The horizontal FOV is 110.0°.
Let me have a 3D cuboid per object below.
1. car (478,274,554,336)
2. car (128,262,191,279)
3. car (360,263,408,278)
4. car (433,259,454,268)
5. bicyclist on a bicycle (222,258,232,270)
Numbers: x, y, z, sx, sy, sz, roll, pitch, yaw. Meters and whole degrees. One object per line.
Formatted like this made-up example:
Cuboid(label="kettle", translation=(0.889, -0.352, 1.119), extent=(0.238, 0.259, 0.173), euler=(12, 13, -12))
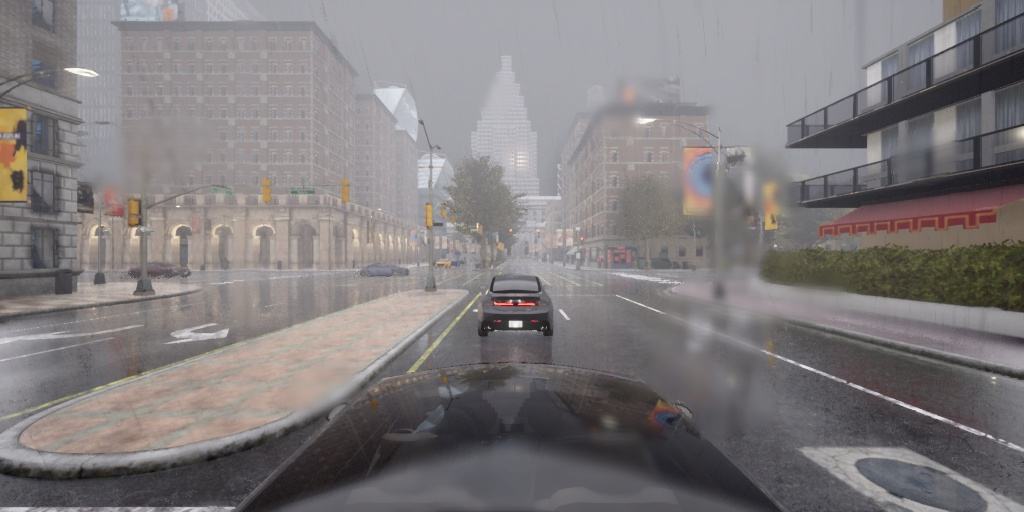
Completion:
Cuboid(label="car", translation=(0.101, 1.255, 10.331), extent=(1.837, 1.490, 4.892), euler=(0, 0, 0))
Cuboid(label="car", translation=(-31.741, 1.276, 32.314), extent=(4.674, 1.442, 1.812), euler=(0, 0, 0))
Cuboid(label="car", translation=(-11.670, 1.314, 32.871), extent=(4.181, 1.385, 1.994), euler=(0, 0, -9))
Cuboid(label="car", translation=(-11.407, 1.228, 59.669), extent=(1.882, 1.535, 5.008), euler=(0, 0, 0))
Cuboid(label="bicyclist on a bicycle", translation=(-37.170, 1.050, 46.770), extent=(0.582, 1.620, 1.656), euler=(0, 0, 0))
